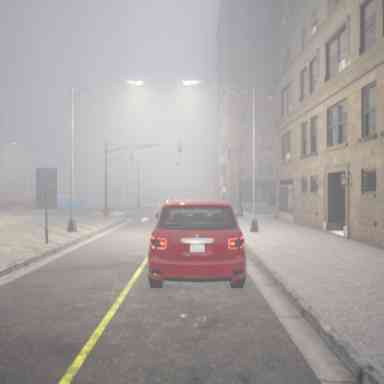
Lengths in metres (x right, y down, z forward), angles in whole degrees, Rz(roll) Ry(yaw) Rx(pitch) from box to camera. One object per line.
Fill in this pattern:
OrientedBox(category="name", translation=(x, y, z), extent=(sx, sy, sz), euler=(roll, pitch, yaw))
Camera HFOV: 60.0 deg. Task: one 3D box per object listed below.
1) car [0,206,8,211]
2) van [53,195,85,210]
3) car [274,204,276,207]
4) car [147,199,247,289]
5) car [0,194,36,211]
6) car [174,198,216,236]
OrientedBox(category="car", translation=(-3.080, 1.217, 0.757), extent=(2.150, 2.045, 5.566), euler=(0, 0, 0))
OrientedBox(category="van", translation=(-14.621, 1.223, 38.987), extent=(3.998, 1.788, 1.690), euler=(0, 0, -1))
OrientedBox(category="car", translation=(12.222, 1.361, 39.323), extent=(4.829, 1.417, 1.752), euler=(0, 0, -1))
OrientedBox(category="car", translation=(0.122, 1.182, 9.182), extent=(2.150, 2.045, 5.566), euler=(0, 0, 0))
OrientedBox(category="car", translation=(-20.262, 1.197, 38.916), extent=(5.009, 1.841, 2.192), euler=(0, 0, -1))
OrientedBox(category="car", translation=(0.149, 1.274, 18.821), extent=(2.097, 1.767, 4.553), euler=(0, 0, 0))
